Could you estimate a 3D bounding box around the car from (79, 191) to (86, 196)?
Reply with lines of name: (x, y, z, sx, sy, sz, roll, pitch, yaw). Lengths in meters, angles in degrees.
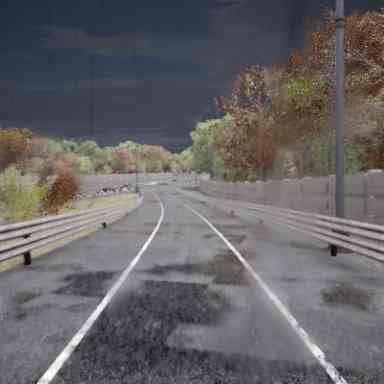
car: (-24.535, 0.394, 71.889, 1.837, 1.490, 4.892, 1, 4, 15)

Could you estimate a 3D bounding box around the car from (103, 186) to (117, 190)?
car: (-22.585, -1.012, 91.951, 1.882, 1.535, 5.008, 1, 4, 16)
